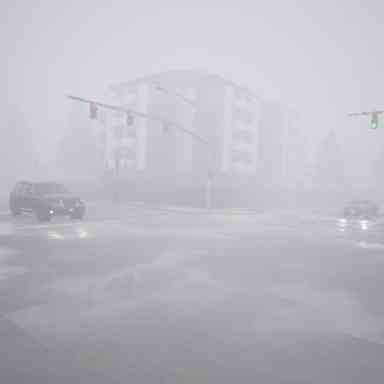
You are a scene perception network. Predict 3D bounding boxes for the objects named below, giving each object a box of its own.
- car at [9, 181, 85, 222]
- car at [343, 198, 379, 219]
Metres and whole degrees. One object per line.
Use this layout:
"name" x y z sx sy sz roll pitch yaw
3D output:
"car" -8.348 0.453 18.922 5.566 2.045 2.150 3 2 40
"car" 13.832 1.296 27.068 1.837 1.490 4.892 3 2 40
